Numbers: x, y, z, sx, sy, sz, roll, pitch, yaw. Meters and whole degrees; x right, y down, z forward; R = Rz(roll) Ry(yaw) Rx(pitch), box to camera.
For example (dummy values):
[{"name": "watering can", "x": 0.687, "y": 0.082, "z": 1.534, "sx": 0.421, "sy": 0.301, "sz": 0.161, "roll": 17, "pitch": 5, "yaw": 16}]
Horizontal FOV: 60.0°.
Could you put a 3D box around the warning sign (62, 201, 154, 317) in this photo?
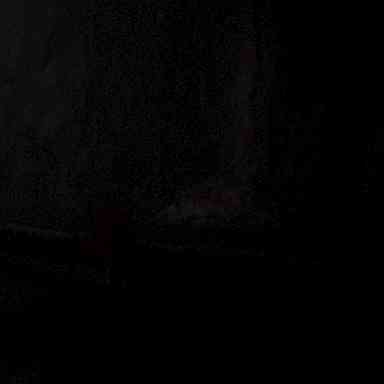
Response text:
[{"name": "warning sign", "x": -1.547, "y": 1.113, "z": 6.257, "sx": 1.060, "sy": 1.860, "sz": 1.300, "roll": 0, "pitch": 0, "yaw": 36}]
